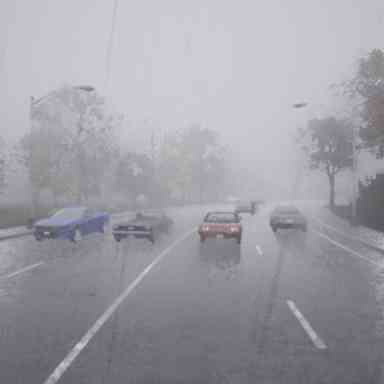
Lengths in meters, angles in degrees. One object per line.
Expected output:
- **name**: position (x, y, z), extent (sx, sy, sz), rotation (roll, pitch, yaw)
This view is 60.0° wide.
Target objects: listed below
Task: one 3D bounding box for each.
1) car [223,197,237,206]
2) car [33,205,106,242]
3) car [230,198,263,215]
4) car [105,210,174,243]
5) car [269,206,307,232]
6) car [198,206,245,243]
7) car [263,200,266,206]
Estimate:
- **car**: position (6.706, 1.530, 54.968), extent (1.812, 1.442, 4.674), rotation (0, 0, 27)
- **car**: position (-5.714, 1.449, 16.402), extent (1.882, 1.535, 5.008), rotation (0, 0, 9)
- **car**: position (5.702, 1.565, 34.104), extent (2.033, 1.411, 5.357), rotation (0, 0, 18)
- **car**: position (-2.241, 1.587, 16.204), extent (1.895, 1.301, 4.718), rotation (0, 0, 9)
- **car**: position (5.861, 1.586, 20.619), extent (1.994, 1.385, 4.181), rotation (0, 0, 11)
- **car**: position (1.516, 1.604, 16.320), extent (1.895, 1.301, 4.718), rotation (0, 0, 8)
- **car**: position (10.627, 1.631, 55.018), extent (1.895, 1.301, 4.718), rotation (0, 0, 29)
